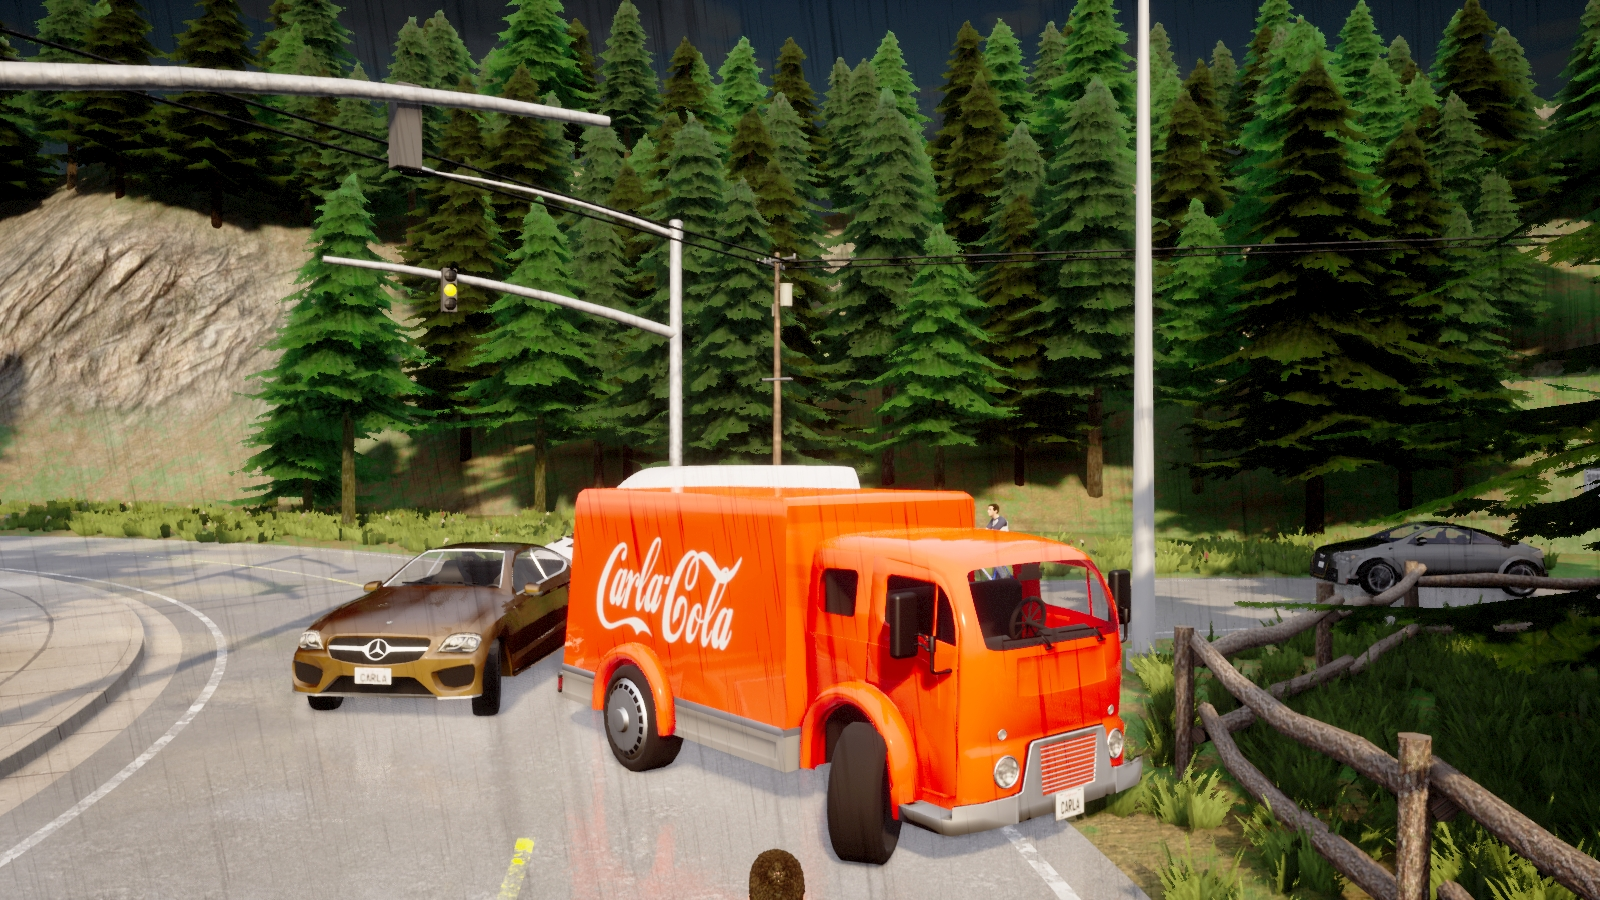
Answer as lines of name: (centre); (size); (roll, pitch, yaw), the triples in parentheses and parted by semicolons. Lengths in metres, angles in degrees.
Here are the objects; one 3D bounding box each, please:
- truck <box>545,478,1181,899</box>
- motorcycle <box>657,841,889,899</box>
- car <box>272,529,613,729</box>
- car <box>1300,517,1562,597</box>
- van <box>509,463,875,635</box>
truck: (0.202, 1.542, 9.769); (2.627, 2.467, 5.204); (0, 0, -39)
motorcycle: (-0.074, 2.159, 3.526); (0.803, 1.199, 2.033); (0, 0, -2)
car: (-4.038, 1.970, 14.038); (2.152, 1.651, 5.027); (0, 0, 6)
car: (12.589, 2.119, 23.051); (4.181, 1.385, 1.994); (0, 0, 6)
van: (-1.776, 1.528, 19.549); (5.915, 2.561, 1.988); (0, 0, -27)
